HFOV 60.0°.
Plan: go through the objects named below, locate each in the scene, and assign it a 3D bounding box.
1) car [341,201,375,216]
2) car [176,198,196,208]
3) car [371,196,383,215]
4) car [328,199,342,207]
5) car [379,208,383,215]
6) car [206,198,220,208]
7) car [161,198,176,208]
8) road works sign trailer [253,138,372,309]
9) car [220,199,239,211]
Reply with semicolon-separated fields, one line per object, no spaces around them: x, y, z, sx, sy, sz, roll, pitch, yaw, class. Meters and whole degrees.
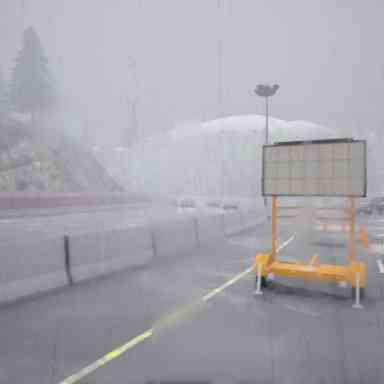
18.075;1.865;36.354;1.895;1.301;4.718;0;0;15;car
-0.557;1.690;50.744;1.837;1.490;4.892;1;0;12;car
22.208;1.521;38.460;2.150;2.045;5.566;1;0;13;car
26.051;1.937;60.092;1.812;1.442;4.674;1;0;6;car
11.499;1.748;17.629;1.895;1.301;4.718;0;0;22;car
3.441;1.699;52.857;1.882;1.535;5.008;0;0;11;car
-3.562;1.652;53.544;1.882;1.535;5.008;0;0;11;car
2.997;0.516;8.302;2.380;3.560;2.880;0;0;26;road works sign trailer
5.324;1.731;45.076;1.812;1.442;4.674;0;0;13;car
